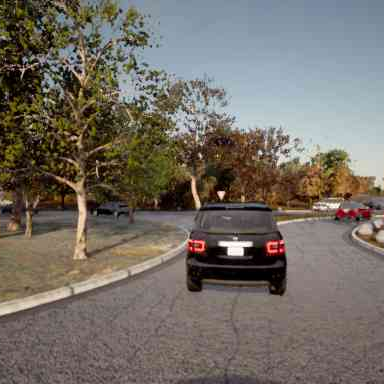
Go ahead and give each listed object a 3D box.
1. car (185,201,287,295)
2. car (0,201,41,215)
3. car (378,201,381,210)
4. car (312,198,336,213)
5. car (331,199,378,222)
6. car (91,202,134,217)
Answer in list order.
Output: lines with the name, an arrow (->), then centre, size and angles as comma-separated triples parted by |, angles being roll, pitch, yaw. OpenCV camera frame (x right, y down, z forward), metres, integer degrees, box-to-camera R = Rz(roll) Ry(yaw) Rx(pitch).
car -> 1.175, 1.262, 9.068 | 2.150, 2.045, 5.566 | 0, 0, 7
car -> -18.968, 1.770, 36.425 | 4.892, 1.490, 1.837 | 0, 0, 14
car -> 32.226, 2.247, 59.179 | 2.097, 1.767, 4.553 | 0, -1, 36
car -> 19.849, 1.885, 47.940 | 5.566, 2.045, 2.150 | 1, -1, -32
car -> 14.931, 1.744, 30.488 | 2.097, 1.767, 4.553 | 0, -2, 45
car -> -8.094, 1.734, 33.485 | 4.902, 1.511, 2.128 | 0, -1, 32
